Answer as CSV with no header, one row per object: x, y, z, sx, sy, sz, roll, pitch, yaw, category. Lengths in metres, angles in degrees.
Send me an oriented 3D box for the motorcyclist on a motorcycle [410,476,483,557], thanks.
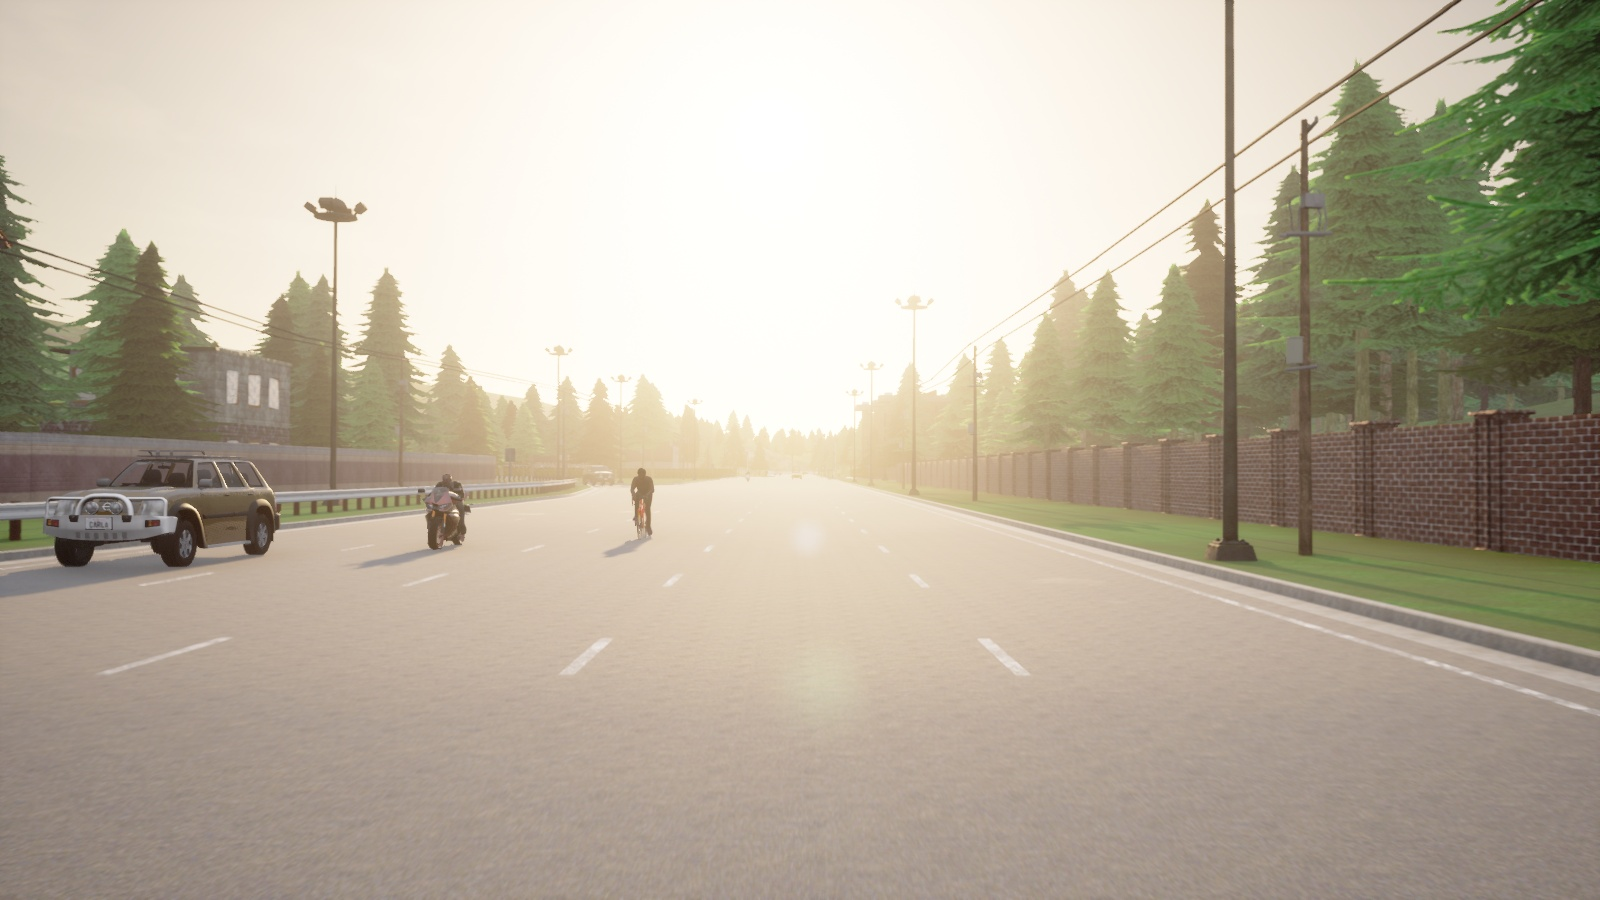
-7.061,1.300,25.199,0.866,1.530,2.191,0,-1,0,motorcyclist on a motorcycle

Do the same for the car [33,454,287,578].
-10.552,1.028,21.164,1.932,1.855,4.605,0,-1,0,car

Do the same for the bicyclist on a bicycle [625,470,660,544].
-3.565,1.259,28.492,0.582,1.620,1.656,0,-1,0,bicyclist on a bicycle
